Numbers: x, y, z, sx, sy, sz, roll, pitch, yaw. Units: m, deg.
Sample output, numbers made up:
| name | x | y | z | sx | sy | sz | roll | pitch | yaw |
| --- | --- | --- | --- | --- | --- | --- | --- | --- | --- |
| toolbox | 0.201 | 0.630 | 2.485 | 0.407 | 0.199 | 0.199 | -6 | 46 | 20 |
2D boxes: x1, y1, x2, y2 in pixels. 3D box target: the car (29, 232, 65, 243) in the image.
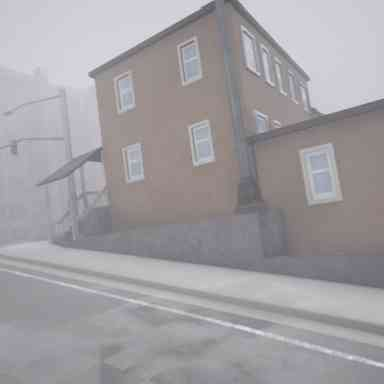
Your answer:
| name | x | y | z | sx | sy | sz | roll | pitch | yaw |
| --- | --- | --- | --- | --- | --- | --- | --- | --- | --- |
| car | -11.730 | 4.306 | 29.101 | 1.837 | 1.490 | 4.892 | -12 | -11 | 35 |
